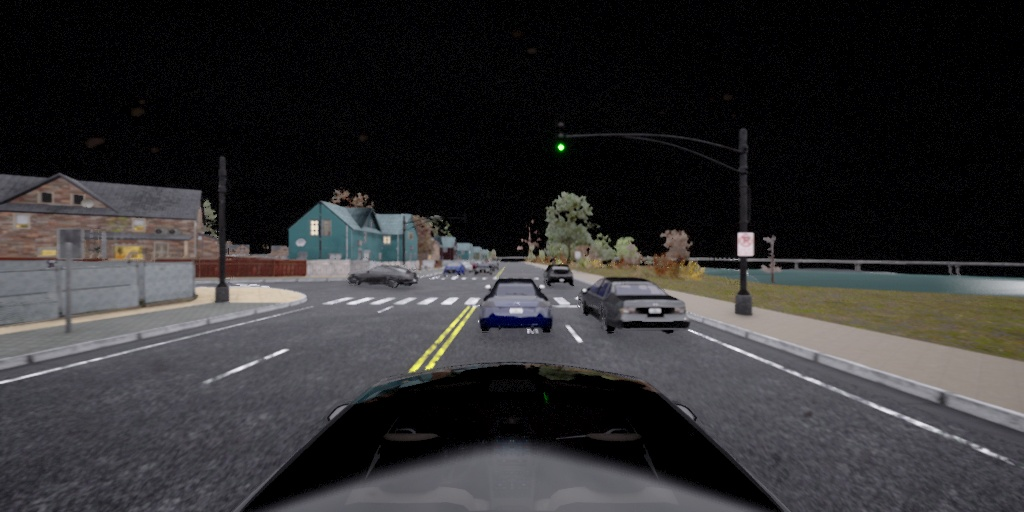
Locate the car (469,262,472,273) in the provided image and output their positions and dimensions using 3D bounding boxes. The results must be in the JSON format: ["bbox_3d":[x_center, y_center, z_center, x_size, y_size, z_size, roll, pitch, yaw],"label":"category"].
[{"bbox_3d":[-6.580,1.566,50.701,1.812,1.442,4.674,0,0,0],"label":"car"}]

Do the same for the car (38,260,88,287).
[{"bbox_3d":[-21.027,0.931,17.178,4.902,1.511,2.128,1,-1,-35],"label":"car"}]

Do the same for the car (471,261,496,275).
[{"bbox_3d":[-3.333,1.553,42.779,1.994,1.385,4.181,0,0,0],"label":"car"}]

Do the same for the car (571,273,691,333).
[{"bbox_3d":[3.351,1.346,10.910,2.033,1.411,5.357,0,0,0],"label":"car"}]

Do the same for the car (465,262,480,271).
[{"bbox_3d":[-6.523,1.703,59.956,1.895,1.301,4.718,0,0,0],"label":"car"}]

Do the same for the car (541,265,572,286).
[{"bbox_3d":[3.347,1.393,26.554,1.837,1.490,4.892,0,0,0],"label":"car"}]

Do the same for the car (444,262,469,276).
[{"bbox_3d":[-6.592,1.458,41.516,1.882,1.535,5.008,0,0,0],"label":"car"}]

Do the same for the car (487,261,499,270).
[{"bbox_3d":[-3.255,1.626,62.778,1.837,1.490,4.892,0,0,0],"label":"car"}]

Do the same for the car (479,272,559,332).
[{"bbox_3d":[0.098,1.363,11.037,1.994,1.385,4.181,0,0,0],"label":"car"}]

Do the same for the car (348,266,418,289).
[{"bbox_3d":[-8.598,1.356,23.993,4.674,1.442,1.812,2,-1,14],"label":"car"}]

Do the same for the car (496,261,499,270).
[{"bbox_3d":[-3.325,1.653,52.597,1.895,1.301,4.718,0,0,0],"label":"car"}]
